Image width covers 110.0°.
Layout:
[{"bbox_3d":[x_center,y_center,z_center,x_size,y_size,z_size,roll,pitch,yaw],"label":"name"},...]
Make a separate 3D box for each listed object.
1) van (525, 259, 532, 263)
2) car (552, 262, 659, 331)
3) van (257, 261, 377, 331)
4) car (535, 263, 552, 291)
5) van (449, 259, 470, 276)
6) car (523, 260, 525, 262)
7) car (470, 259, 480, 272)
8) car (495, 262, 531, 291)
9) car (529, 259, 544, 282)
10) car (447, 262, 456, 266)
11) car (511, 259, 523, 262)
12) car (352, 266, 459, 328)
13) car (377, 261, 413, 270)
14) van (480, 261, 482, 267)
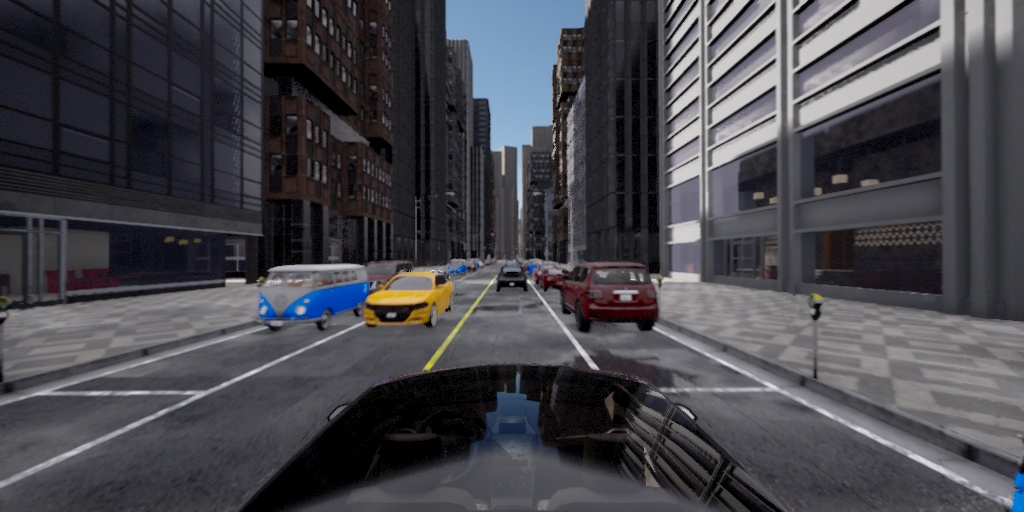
[{"bbox_3d":[2.598,1.223,39.023,1.690,1.789,3.998,0,0,0],"label":"van"},{"bbox_3d":[2.723,1.090,10.978,2.192,1.841,5.009,0,0,0],"label":"car"},{"bbox_3d":[-5.802,1.144,10.930,1.690,1.789,3.998,0,0,0],"label":"van"},{"bbox_3d":[2.673,1.363,22.196,1.888,1.381,4.507,0,0,0],"label":"car"},{"bbox_3d":[-5.927,1.251,38.977,1.690,1.789,3.998,0,0,0],"label":"van"},{"bbox_3d":[2.573,1.449,44.632,1.888,1.381,4.507,0,0,0],"label":"car"},{"bbox_3d":[-5.977,1.393,50.196,1.967,1.591,4.097,0,0,0],"label":"car"},{"bbox_3d":[-0.002,1.335,22.687,1.837,1.490,4.892,0,0,0],"label":"car"},{"bbox_3d":[2.648,1.279,27.805,1.967,1.591,4.097,0,0,0],"label":"car"},{"bbox_3d":[-5.877,1.417,27.758,2.007,1.370,4.403,0,0,0],"label":"car"},{"bbox_3d":[-0.090,1.399,43.167,2.128,1.511,4.902,0,0,0],"label":"car"},{"bbox_3d":[-3.138,1.275,11.805,1.882,1.535,5.008,0,0,0],"label":"car"},{"bbox_3d":[-5.827,1.139,16.539,2.192,1.841,5.009,0,0,0],"label":"car"},{"bbox_3d":[-6.002,1.316,55.805,1.690,1.789,3.998,0,0,0],"label":"van"}]
